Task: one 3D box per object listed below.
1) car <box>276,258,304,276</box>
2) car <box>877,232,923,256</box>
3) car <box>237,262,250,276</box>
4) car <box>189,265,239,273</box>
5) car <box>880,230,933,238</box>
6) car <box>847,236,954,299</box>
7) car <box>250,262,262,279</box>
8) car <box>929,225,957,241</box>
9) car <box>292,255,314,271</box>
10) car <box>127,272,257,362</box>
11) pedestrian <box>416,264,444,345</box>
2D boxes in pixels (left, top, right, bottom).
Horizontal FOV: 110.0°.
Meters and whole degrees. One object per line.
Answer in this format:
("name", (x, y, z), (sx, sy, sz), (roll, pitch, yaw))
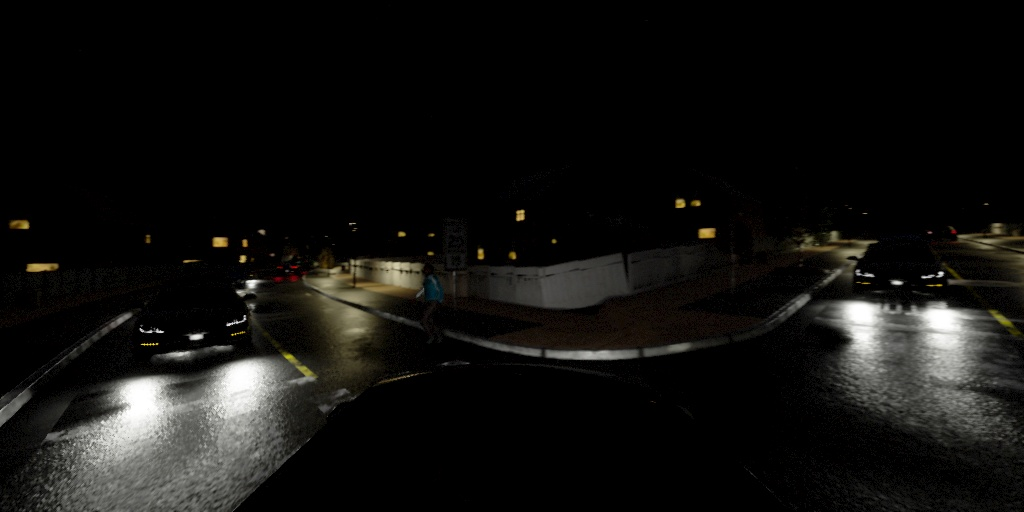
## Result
("car", (-23.730, 1.300, 38.268), (1.812, 1.442, 4.674), (-1, 1, -26))
("car", (26.397, -0.847, 24.451), (4.181, 1.385, 1.994), (-5, 3, -43))
("car", (-19.098, 1.333, 23.967), (1.882, 1.535, 5.008), (-1, 0, -32))
("car", (-13.632, 1.344, 16.128), (1.837, 1.490, 4.892), (-1, 0, -36))
("car", (19.086, -0.314, 17.689), (5.008, 1.535, 1.882), (-5, 3, -42))
("car", (12.074, 0.315, 11.224), (4.892, 1.490, 1.837), (-5, 3, -42))
("car", (-24.246, 1.347, 32.745), (1.837, 1.490, 4.892), (-1, 1, -28))
("car", (45.829, -2.493, 38.385), (4.553, 1.767, 2.097), (-5, 3, -43))
("car", (-27.801, 0.894, 47.550), (2.150, 2.045, 5.566), (-1, 1, -21))
("car", (-7.652, 1.318, 8.741), (1.837, 1.490, 4.892), (-1, 1, -41))
("pedestrian", (-1.781, 1.037, 7.877), (0.375, 1.860, 0.375), (-1, 1, -43))
